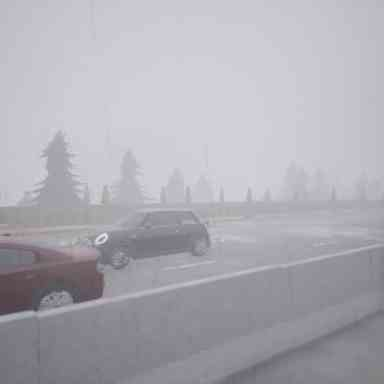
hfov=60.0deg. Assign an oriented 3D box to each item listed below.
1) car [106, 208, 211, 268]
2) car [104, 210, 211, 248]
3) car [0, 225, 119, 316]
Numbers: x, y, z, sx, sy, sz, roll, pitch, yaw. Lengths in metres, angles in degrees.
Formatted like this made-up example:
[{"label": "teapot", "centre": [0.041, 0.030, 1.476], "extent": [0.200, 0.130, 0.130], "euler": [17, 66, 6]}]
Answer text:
[{"label": "car", "centre": [-1.590, 1.378, 11.473], "extent": [4.553, 1.767, 2.097], "euler": [0, 0, -36]}, {"label": "car", "centre": [-1.553, 1.635, 15.815], "extent": [4.718, 1.301, 1.895], "euler": [0, 0, -36]}, {"label": "car", "centre": [-3.973, 1.497, 5.460], "extent": [5.008, 1.535, 1.882], "euler": [0, 0, -36]}]
